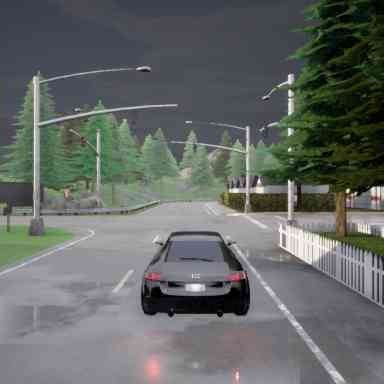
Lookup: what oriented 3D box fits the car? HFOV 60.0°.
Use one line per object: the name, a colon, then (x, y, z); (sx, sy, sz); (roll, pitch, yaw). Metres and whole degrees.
car: (0.075, 1.564, 7.553); (1.994, 1.385, 4.181); (0, 0, 1)
